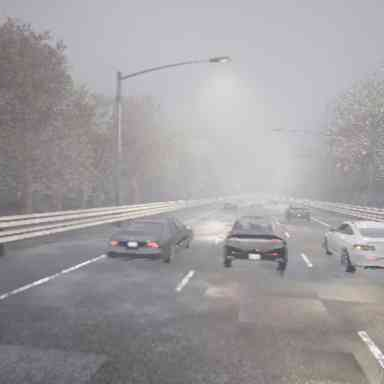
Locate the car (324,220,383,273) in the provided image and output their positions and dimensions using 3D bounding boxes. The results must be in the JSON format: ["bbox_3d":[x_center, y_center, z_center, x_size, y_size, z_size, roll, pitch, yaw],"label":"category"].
[{"bbox_3d":[5.607,1.646,10.823,1.812,1.442,4.674,1,0,11],"label":"car"}]

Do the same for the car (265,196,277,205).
[{"bbox_3d":[17.578,2.035,72.749,2.033,1.411,5.357,1,0,11],"label":"car"}]

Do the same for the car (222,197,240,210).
[{"bbox_3d":[5.391,1.784,46.581,1.812,1.442,4.674,1,0,11],"label":"car"}]

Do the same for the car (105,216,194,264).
[{"bbox_3d":[-1.264,1.586,12.151,2.033,1.411,5.357,1,0,11],"label":"car"}]

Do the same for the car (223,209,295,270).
[{"bbox_3d":[2.174,1.571,11.495,2.128,1.511,4.902,1,0,11],"label":"car"}]

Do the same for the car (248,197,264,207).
[{"bbox_3d":[11.479,1.980,59.645,1.895,1.301,4.718,1,0,11],"label":"car"}]

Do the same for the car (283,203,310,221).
[{"bbox_3d":[9.229,1.733,29.550,2.128,1.511,4.902,1,0,11],"label":"car"}]

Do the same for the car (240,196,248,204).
[{"bbox_3d":[10.707,1.939,74.086,2.128,1.511,4.902,1,0,11],"label":"car"}]
